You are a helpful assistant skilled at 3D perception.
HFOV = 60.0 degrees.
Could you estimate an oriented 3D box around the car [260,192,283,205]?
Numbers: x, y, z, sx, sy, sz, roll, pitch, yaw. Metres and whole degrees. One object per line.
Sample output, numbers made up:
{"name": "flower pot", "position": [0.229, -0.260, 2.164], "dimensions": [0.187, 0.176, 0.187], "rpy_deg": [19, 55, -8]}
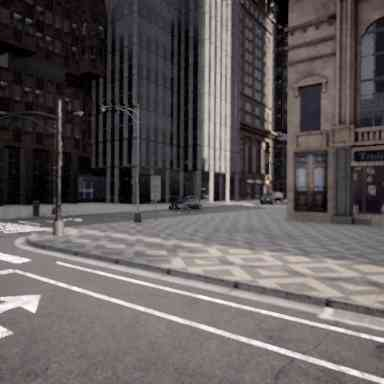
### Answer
{"name": "car", "position": [12.923, 1.044, 53.779], "dimensions": [2.150, 2.045, 5.566], "rpy_deg": [1, 0, 36]}

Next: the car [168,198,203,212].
{"name": "car", "position": [-0.621, 1.349, 35.315], "dimensions": [1.994, 1.385, 4.181], "rpy_deg": [1, 0, 36]}
